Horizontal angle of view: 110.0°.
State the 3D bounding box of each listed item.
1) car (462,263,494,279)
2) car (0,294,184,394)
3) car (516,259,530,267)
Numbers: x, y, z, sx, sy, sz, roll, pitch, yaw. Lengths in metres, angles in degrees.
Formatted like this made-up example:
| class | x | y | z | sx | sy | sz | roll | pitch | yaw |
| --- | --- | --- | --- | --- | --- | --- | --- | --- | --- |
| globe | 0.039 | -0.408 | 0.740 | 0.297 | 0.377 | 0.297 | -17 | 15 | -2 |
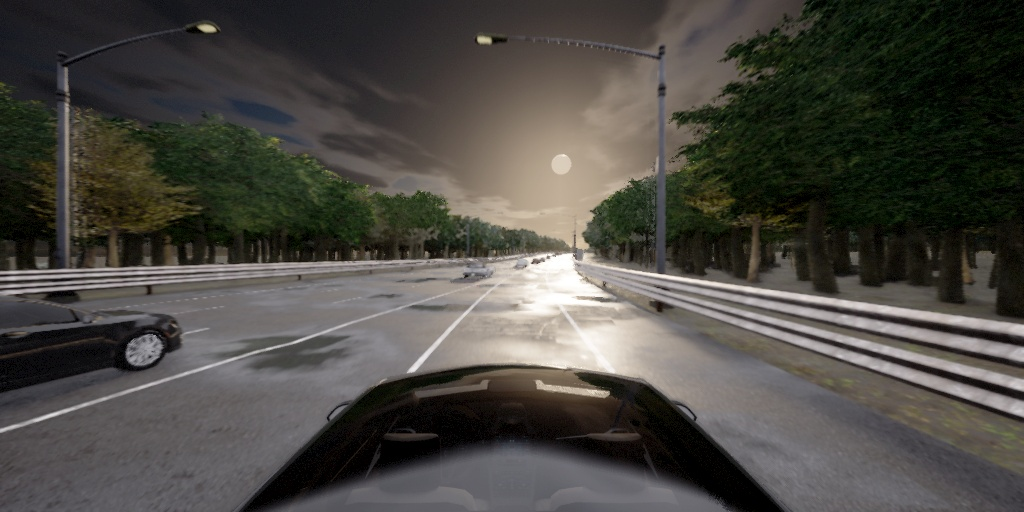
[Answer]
| class | x | y | z | sx | sy | sz | roll | pitch | yaw |
| --- | --- | --- | --- | --- | --- | --- | --- | --- | --- |
| car | -2.953 | 1.314 | 32.517 | 1.895 | 1.301 | 4.718 | 0 | 0 | 9 |
| car | -7.441 | 1.262 | 4.852 | 1.837 | 1.490 | 4.892 | -1 | 0 | 9 |
| car | 1.828 | 1.210 | 62.087 | 1.812 | 1.442 | 4.674 | 0 | 0 | 9 |
